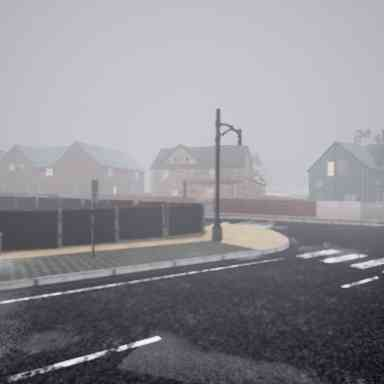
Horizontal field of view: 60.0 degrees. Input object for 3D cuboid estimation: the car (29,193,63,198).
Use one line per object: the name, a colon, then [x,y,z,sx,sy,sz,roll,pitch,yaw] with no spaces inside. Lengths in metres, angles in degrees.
car: [-11.403,0.890,27.013,4.553,1.767,2.097,1,0,19]
